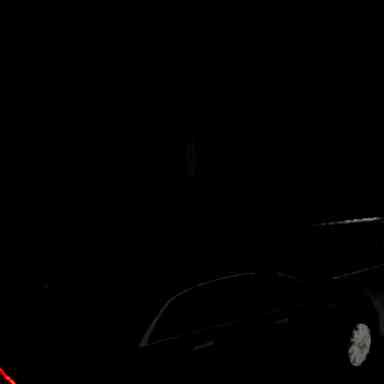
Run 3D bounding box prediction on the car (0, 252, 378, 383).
[{"bbox_3d":[0.355,1.505,3.999,4.892,1.490,1.837,0,0,-36],"label":"car"}]
